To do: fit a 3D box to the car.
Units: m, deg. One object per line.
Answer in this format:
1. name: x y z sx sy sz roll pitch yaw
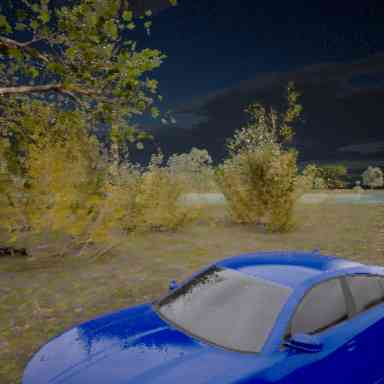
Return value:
1. car: 0.874 1.480 3.693 5.008 1.535 1.882 0 0 -35
